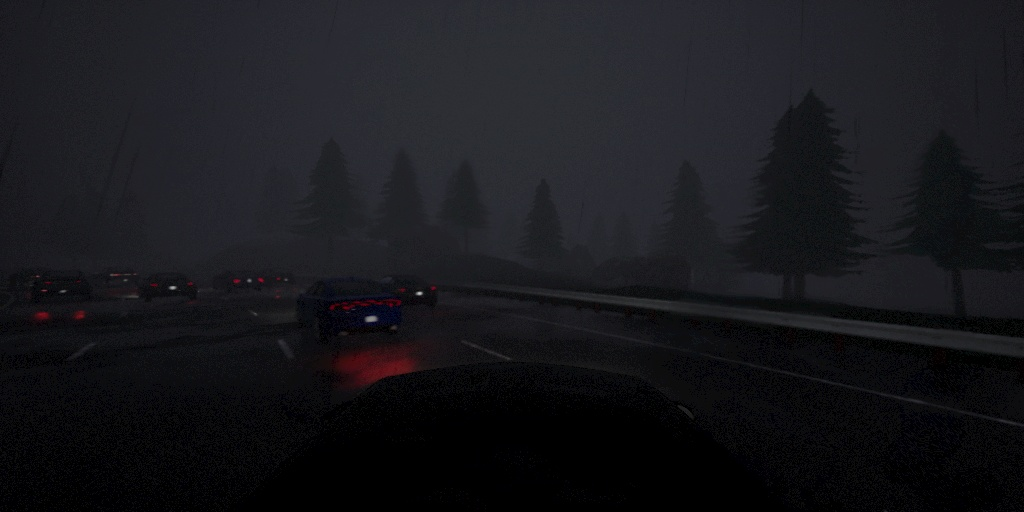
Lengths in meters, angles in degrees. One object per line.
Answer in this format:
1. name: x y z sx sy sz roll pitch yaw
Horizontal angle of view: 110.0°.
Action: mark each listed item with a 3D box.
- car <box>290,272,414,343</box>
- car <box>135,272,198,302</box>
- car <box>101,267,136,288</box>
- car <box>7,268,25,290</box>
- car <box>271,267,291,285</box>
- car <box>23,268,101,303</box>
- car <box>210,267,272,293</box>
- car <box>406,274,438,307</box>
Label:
1. car: -4.809 1.336 10.276 1.882 1.535 5.008 1 -1 -39
2. car: -18.174 1.544 18.947 4.181 1.385 1.994 -1 -1 41
3. car: -30.501 1.592 27.636 4.902 1.511 2.128 0 -1 31
4. car: -34.414 1.589 25.858 4.892 1.490 1.837 0 -1 29
5. car: -18.933 1.620 28.502 4.674 1.442 1.812 -1 -1 37
6. car: -23.025 1.472 18.402 4.902 1.511 2.128 -1 -1 39
7. car: -18.063 1.582 23.545 5.357 1.411 2.033 -1 -1 38
8. car: -4.997 1.489 15.876 1.994 1.385 4.181 1 -1 -41
